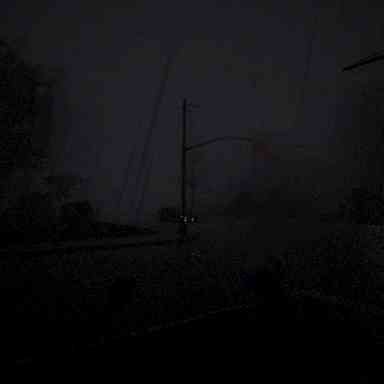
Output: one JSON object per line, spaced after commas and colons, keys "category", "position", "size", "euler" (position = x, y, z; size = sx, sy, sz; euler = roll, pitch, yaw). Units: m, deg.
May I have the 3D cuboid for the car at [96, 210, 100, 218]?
{"category": "car", "position": [-14.671, 2.962, 47.712], "size": [1.837, 1.490, 4.892], "euler": [1, -3, -33]}

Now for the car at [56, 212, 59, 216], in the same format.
{"category": "car", "position": [-28.111, 4.194, 68.174], "size": [2.128, 1.511, 4.902], "euler": [1, -3, -33]}

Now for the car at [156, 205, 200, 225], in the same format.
{"category": "car", "position": [-1.256, 1.893, 27.287], "size": [1.837, 1.490, 4.892], "euler": [1, -2, -33]}
